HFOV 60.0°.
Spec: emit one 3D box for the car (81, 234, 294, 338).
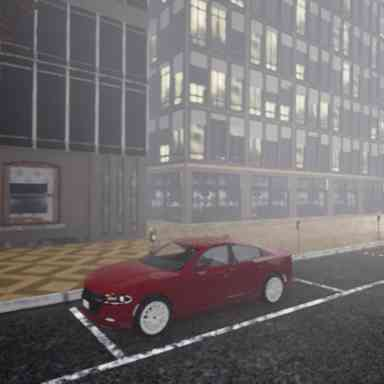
[{"bbox_3d":[0.133,1.580,6.657,4.507,1.381,1.887,1,0,-36],"label":"car"}]
